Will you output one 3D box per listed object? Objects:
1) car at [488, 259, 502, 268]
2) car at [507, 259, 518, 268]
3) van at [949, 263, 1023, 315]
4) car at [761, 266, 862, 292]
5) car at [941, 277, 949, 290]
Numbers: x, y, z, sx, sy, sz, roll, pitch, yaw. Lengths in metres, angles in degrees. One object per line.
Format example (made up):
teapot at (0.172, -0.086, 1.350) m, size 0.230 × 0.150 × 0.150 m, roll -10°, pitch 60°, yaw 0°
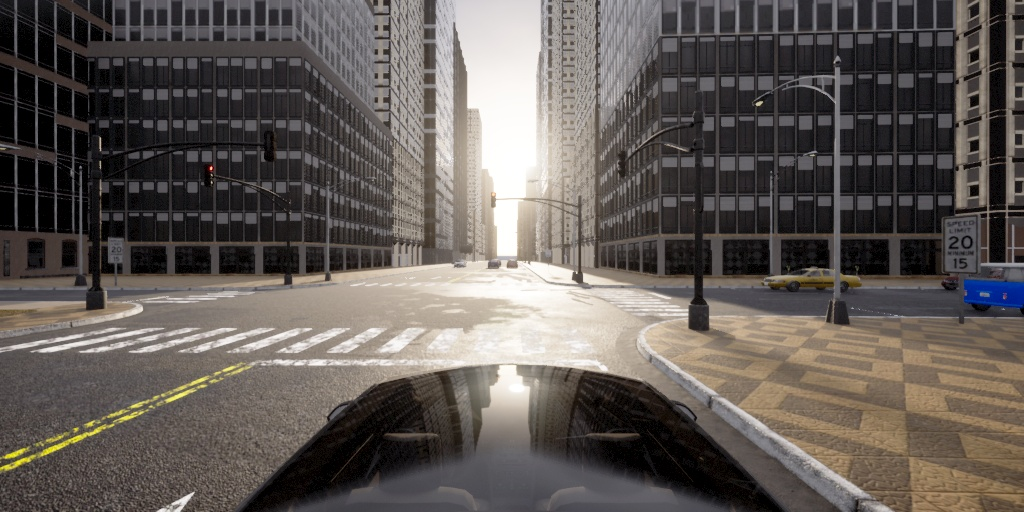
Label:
car at (-3.206, 1.335, 62.817) m, size 1.882 × 1.535 × 5.008 m, roll 0°, pitch 0°, yaw 0°
car at (0.045, 1.424, 63.647) m, size 1.994 × 1.385 × 4.181 m, roll 0°, pitch 0°, yaw 0°
van at (18.366, 1.119, 12.462) m, size 3.998 × 1.789 × 1.690 m, roll 0°, pitch 0°, yaw 2°
car at (17.101, 1.293, 20.635) m, size 4.829 × 1.417 × 1.751 m, roll 0°, pitch 0°, yaw 2°
car at (26.935, 1.356, 20.143) m, size 4.207 × 1.307 × 1.802 m, roll 0°, pitch 0°, yaw 2°
